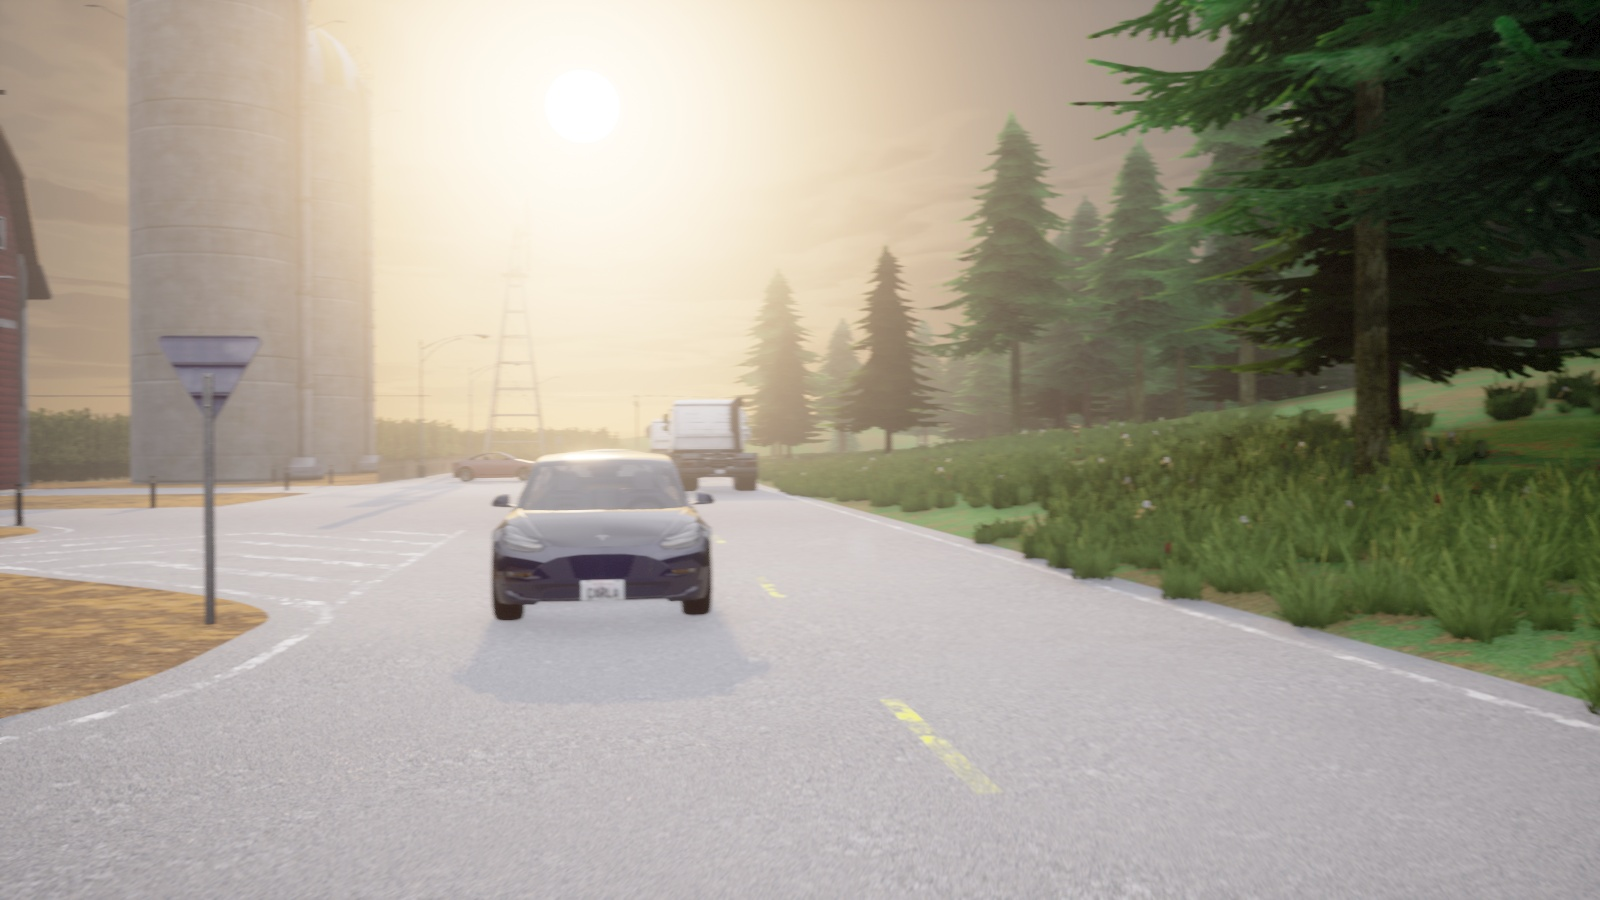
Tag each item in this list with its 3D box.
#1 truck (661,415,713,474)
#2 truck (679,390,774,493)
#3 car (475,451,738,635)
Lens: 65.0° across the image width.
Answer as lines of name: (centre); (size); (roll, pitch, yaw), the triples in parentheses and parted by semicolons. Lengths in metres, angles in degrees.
truck: (-7.199, -0.326, 79.028); (2.891, 3.462, 7.936); (-1, 0, -8)
truck: (-2.877, -0.292, 46.531); (2.891, 3.462, 7.936); (-1, 0, -8)
car: (-1.923, 0.767, 12.895); (2.163, 1.488, 4.792); (-1, 0, -8)
